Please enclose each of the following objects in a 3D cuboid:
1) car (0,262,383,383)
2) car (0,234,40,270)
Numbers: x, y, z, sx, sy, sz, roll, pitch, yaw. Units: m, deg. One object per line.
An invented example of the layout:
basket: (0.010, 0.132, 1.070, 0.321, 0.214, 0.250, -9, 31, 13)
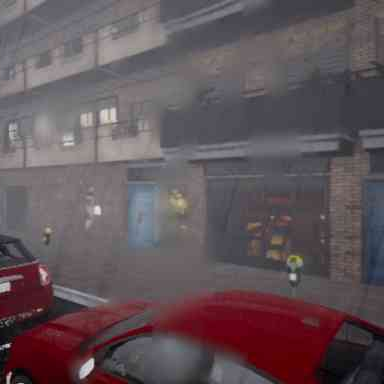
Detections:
car: (0.214, 1.542, 2.720, 4.507, 1.381, 1.887, 0, 0, 35)
car: (-4.369, 1.426, 5.988, 4.097, 1.590, 1.967, 0, 0, 35)
